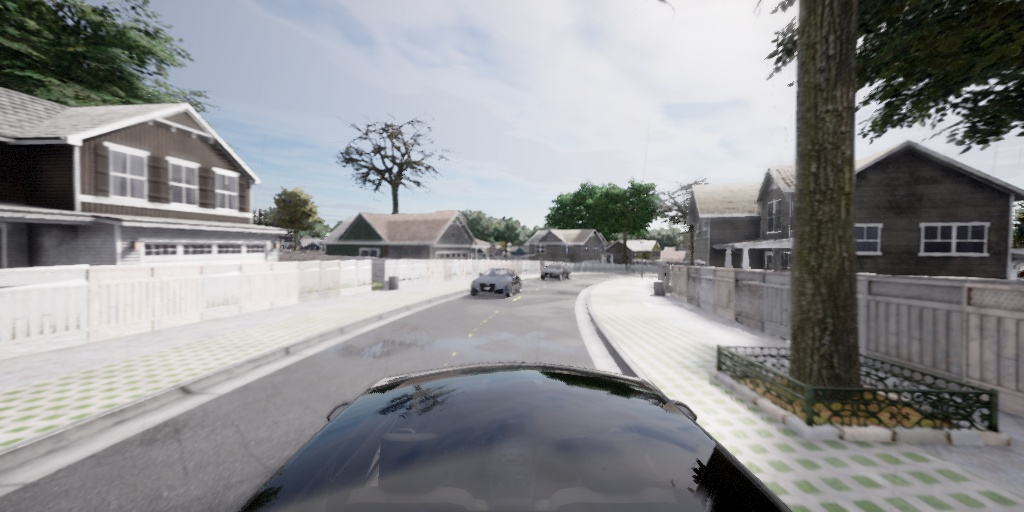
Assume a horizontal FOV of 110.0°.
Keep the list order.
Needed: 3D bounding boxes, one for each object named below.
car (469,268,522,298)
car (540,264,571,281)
[{"bbox_3d":[-0.726,1.328,18.616,1.994,1.385,4.181,1,0,13],"label":"car"},{"bbox_3d":[4.128,1.496,33.333,1.837,1.490,4.892,1,-1,24],"label":"car"}]
